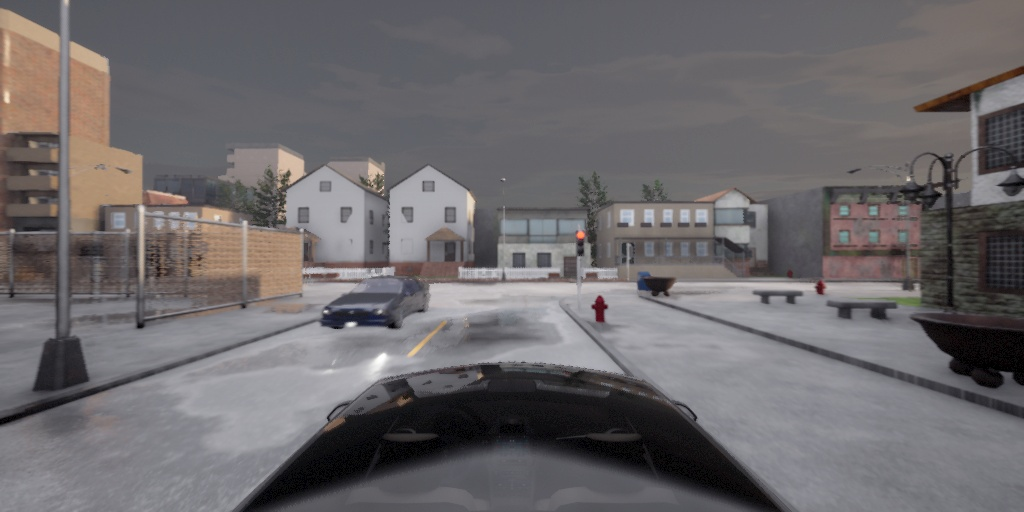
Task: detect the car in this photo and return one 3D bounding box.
[{"bbox_3d":[-4.025,1.360,11.679,2.033,1.411,5.357,0,0,1],"label":"car"}]
